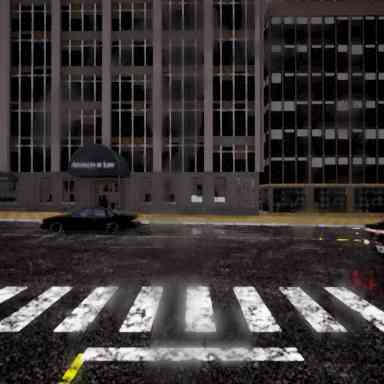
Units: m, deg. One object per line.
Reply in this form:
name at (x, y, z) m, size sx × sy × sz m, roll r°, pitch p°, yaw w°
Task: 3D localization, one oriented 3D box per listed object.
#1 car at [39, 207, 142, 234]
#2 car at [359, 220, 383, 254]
car at (-5.534, 1.547, 18.546) m, size 5.357 × 1.411 × 2.033 m, roll 1°, pitch 0°, yaw 1°
car at (8.559, 1.596, 11.680) m, size 4.902 × 1.511 × 2.128 m, roll 1°, pitch 0°, yaw 1°
